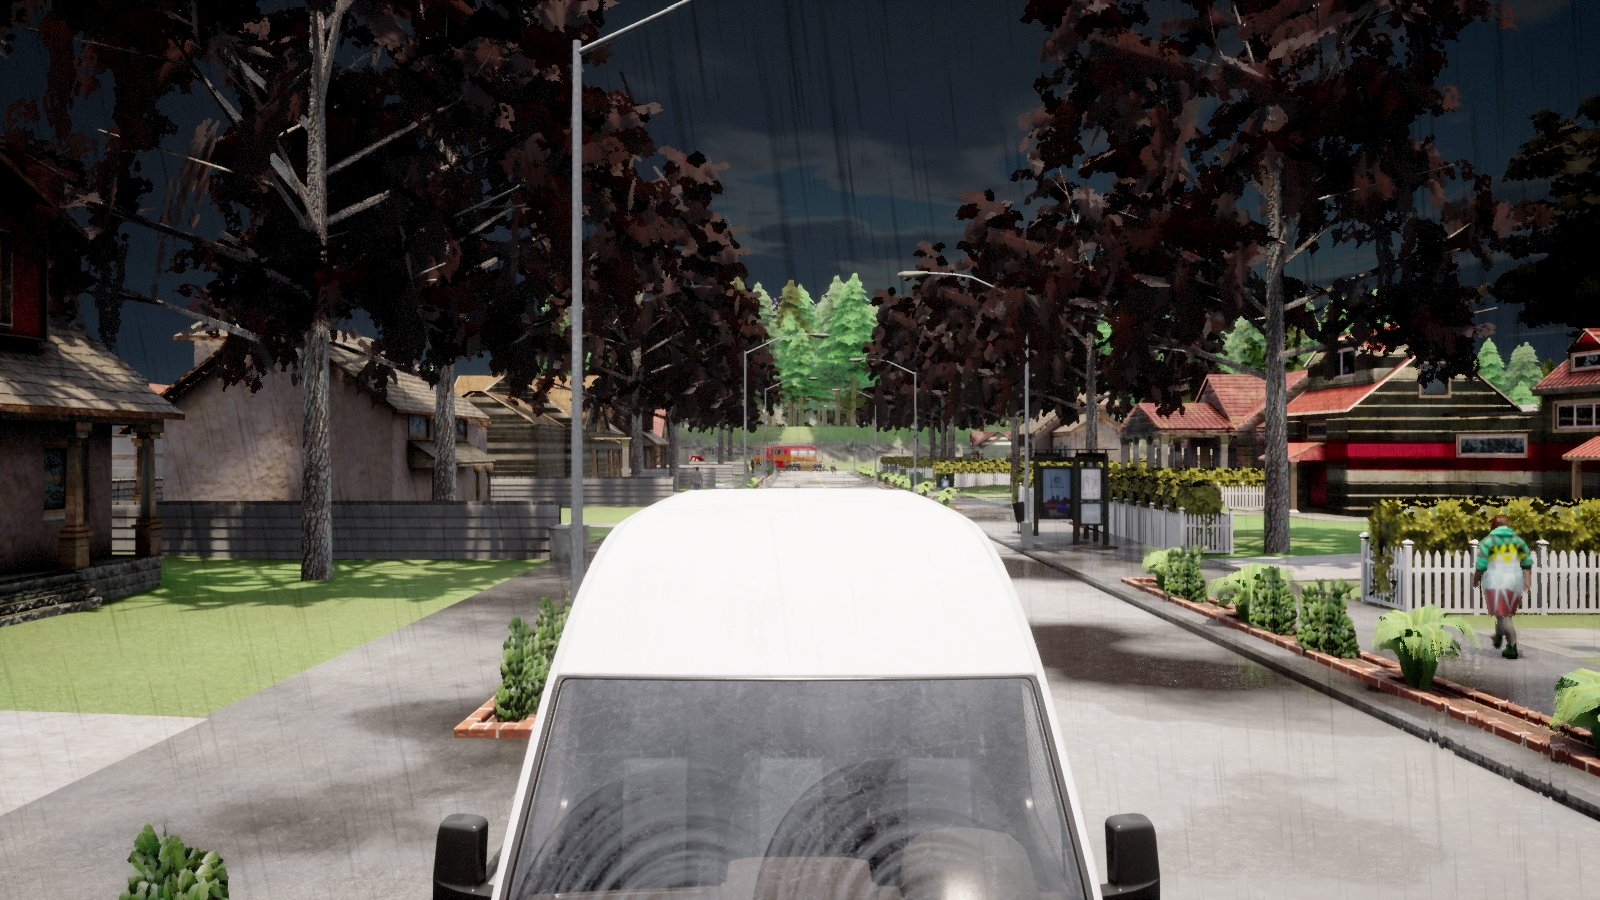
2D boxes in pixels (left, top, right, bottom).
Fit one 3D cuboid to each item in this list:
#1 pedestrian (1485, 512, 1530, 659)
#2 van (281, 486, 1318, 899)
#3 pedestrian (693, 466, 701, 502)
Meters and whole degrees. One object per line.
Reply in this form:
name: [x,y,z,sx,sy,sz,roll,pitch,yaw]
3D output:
pedestrian: [9.201,1.744,14.865,0.375,1.860,0.375,0,0,8]
van: [-0.006,1.534,5.149,1.988,2.561,5.915,0,0,0]
pedestrian: [-5.287,1.743,58.763,0.375,1.860,0.375,0,0,3]
